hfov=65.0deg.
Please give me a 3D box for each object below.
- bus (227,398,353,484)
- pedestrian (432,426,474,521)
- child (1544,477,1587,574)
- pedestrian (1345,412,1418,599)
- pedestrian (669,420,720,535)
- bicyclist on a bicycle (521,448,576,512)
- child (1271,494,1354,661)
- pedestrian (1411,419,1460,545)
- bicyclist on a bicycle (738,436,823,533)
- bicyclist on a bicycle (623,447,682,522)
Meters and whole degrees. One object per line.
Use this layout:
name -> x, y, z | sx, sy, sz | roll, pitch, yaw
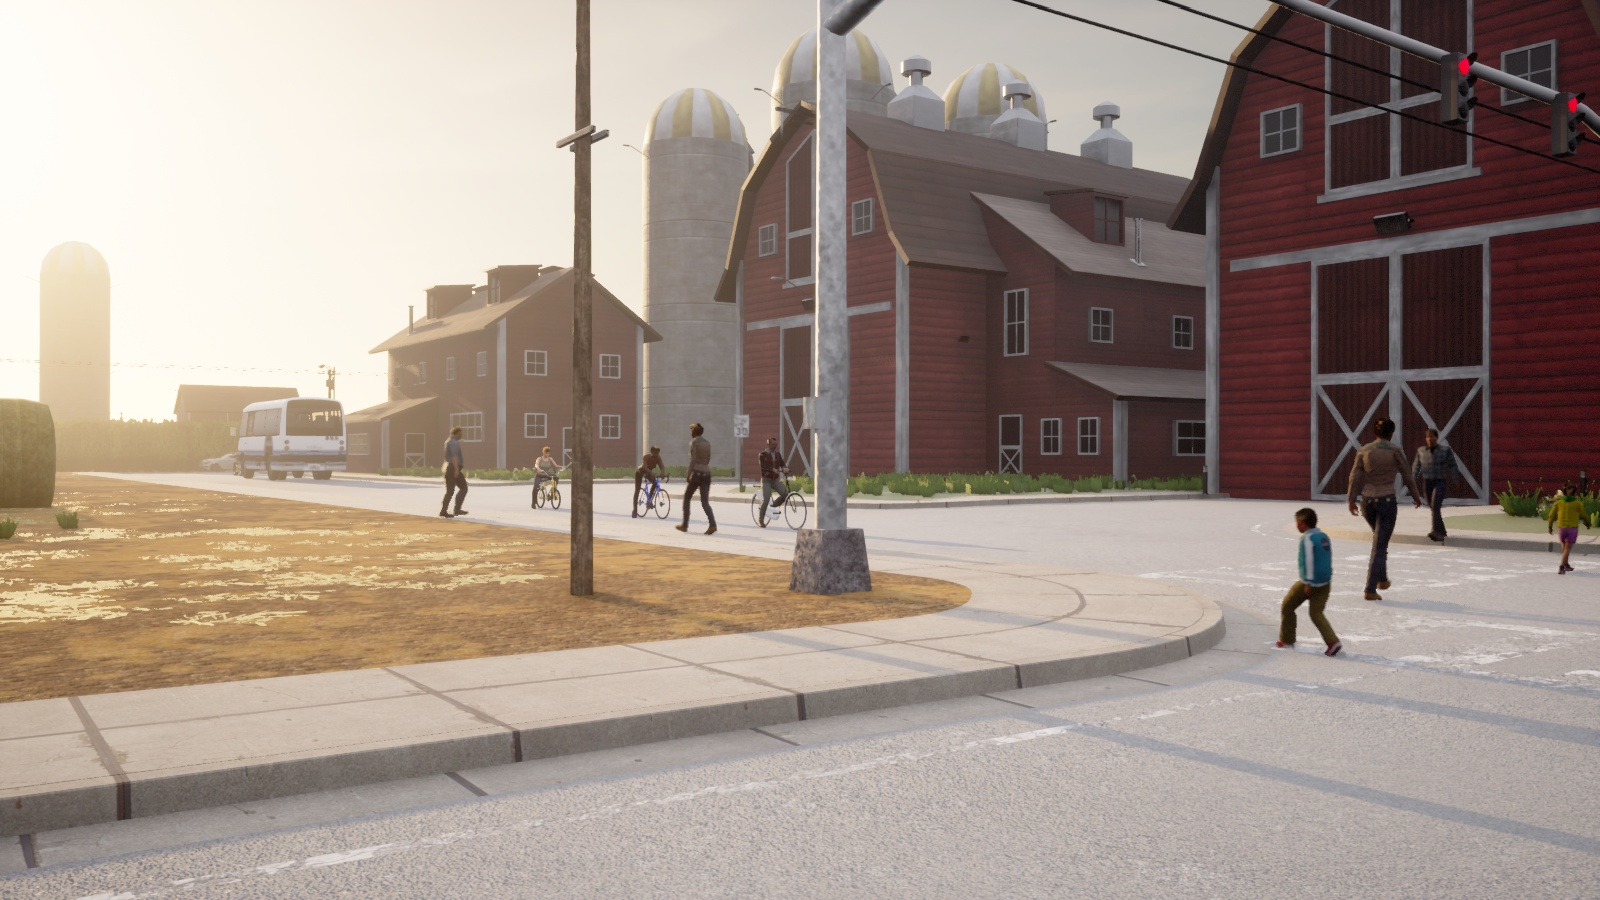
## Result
bus -> -27.607, -0.434, 67.604 | 3.944, 4.253, 10.273 | 0, 0, -36
pedestrian -> -6.855, 0.455, 24.792 | 0.694, 1.848, 0.540 | 0, 0, -28
child -> 9.418, 0.918, 15.447 | 0.473, 1.160, 0.299 | 0, 0, -39
pedestrian -> 5.831, 0.539, 12.585 | 0.869, 1.805, 0.328 | 0, 0, -41
pedestrian -> -1.702, 0.433, 20.233 | 0.869, 1.805, 0.328 | 0, 0, 44
bicyclist on a bicycle -> -6.515, 0.748, 32.483 | 0.866, 1.612, 1.509 | 0, 0, -36
child -> 3.825, 0.931, 9.380 | 0.343, 1.192, 0.448 | 0, 0, -30
pedestrian -> 10.021, 0.495, 19.801 | 0.788, 1.949, 0.423 | 0, 0, -41
bicyclist on a bicycle -> -0.399, 0.641, 24.027 | 0.659, 1.776, 1.843 | -1, 0, -36
bicyclist on a bicycle -> -3.312, 0.747, 28.056 | 0.582, 1.620, 1.656 | 0, 0, -36
